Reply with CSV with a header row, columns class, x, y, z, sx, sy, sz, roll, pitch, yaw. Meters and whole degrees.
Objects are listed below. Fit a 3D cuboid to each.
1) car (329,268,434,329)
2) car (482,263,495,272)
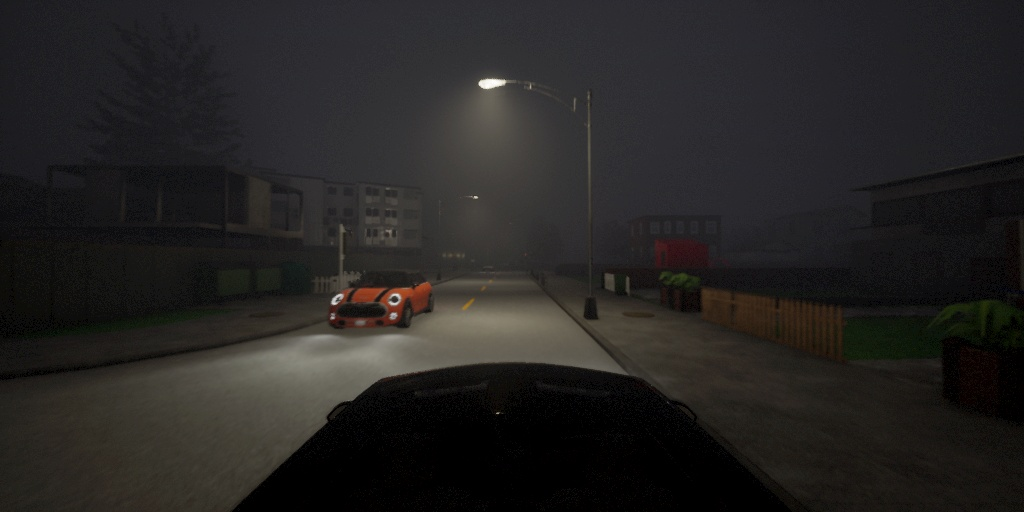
class,x,y,z,sx,sy,sz,roll,pitch,yaw
car,-4.002,1.216,11.720,2.097,1.767,4.553,0,-1,0
car,-4.021,1.942,61.354,1.812,1.442,4.674,0,-1,0
